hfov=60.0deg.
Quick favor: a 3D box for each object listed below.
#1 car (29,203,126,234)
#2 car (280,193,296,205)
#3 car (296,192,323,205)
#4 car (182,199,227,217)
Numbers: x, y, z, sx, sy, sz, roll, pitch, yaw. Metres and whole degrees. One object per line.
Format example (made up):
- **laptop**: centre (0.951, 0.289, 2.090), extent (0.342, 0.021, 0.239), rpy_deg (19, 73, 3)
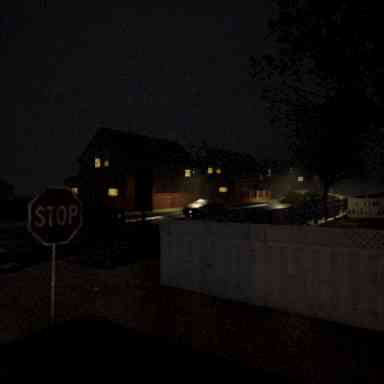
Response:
- **car**: centre (-5.495, 1.320, 16.502), extent (2.128, 1.511, 4.902), rpy_deg (2, 2, 35)
- **car**: centre (12.855, 0.829, 42.412), extent (1.882, 1.535, 5.008), rpy_deg (2, 2, 36)
- **car**: centre (14.530, 0.794, 39.773), extent (2.097, 1.767, 4.553), rpy_deg (2, 2, 35)
- **car**: centre (1.029, 1.219, 25.754), extent (1.994, 1.385, 4.181), rpy_deg (2, 2, 35)
